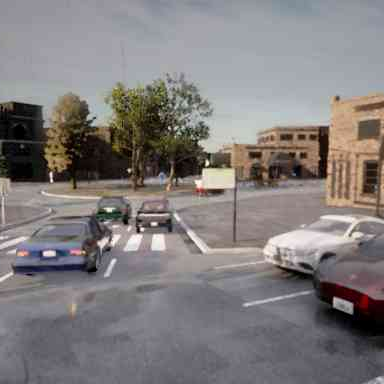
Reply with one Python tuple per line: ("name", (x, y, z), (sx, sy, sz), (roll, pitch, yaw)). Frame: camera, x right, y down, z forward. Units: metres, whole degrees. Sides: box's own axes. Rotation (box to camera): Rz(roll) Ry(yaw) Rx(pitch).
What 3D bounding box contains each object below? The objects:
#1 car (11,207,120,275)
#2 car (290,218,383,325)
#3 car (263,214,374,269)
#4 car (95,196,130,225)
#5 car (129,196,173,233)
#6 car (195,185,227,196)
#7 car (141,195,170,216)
("car", (-3.570, 1.428, 10.106), (2.033, 1.411, 5.357), (0, 1, -7))
("car", (4.525, 1.400, 6.352), (4.792, 1.488, 2.163), (0, 1, -27))
("car", (4.185, 1.373, 9.295), (4.674, 1.452, 2.002), (0, 1, -27))
("car", (-4.992, 1.020, 21.259), (2.097, 1.767, 4.553), (0, 2, -7))
("car", (-2.070, 1.245, 18.053), (2.128, 1.511, 4.902), (0, 1, -7))
("car", (2.508, -0.494, 42.719), (2.097, 1.767, 4.553), (6, 7, 43))
("car", (-2.844, 1.014, 26.936), (1.895, 1.301, 4.718), (0, 3, -1))
